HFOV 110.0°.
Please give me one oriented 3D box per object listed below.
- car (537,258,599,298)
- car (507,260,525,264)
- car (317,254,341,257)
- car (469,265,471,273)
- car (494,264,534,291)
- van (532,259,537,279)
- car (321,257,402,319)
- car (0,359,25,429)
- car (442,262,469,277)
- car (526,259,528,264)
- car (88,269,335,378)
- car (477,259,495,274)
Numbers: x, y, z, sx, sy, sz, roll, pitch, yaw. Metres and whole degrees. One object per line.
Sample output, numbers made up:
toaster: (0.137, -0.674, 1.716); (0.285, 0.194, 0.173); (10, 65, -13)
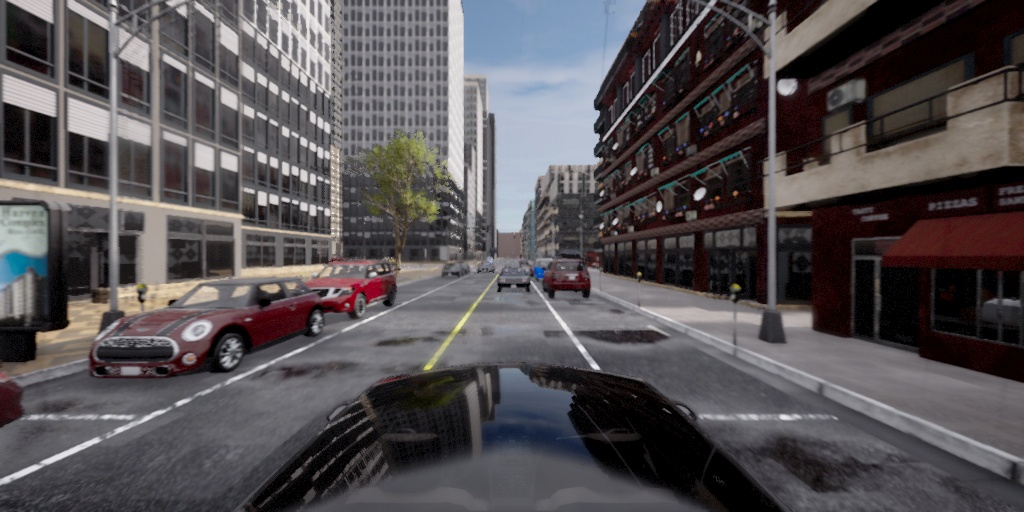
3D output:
car: (2.689, 1.072, 18.443); (2.192, 1.841, 5.009); (0, 0, 0)
car: (0.095, 1.369, 36.436); (1.895, 1.301, 4.718); (0, 0, 0)
car: (-27.390, 0.620, 54.908); (5.009, 1.841, 2.192); (0, 0, -1)
car: (-5.693, 1.336, 40.341); (1.948, 1.339, 4.313); (0, 0, 0)
car: (0.097, 1.360, 21.636); (1.895, 1.301, 4.718); (0, 0, 0)
van: (2.689, 1.105, 29.545); (1.690, 1.789, 3.998); (0, 0, 0)
car: (-5.690, 1.069, 12.891); (2.192, 1.841, 5.009); (0, 0, 0)
car: (-5.690, 1.332, 1.789); (1.802, 1.307, 4.207); (0, 0, 0)
car: (-5.692, 1.332, 35.094); (1.948, 1.339, 4.313); (0, 0, 0)
car: (2.688, 1.207, 35.096); (1.967, 1.591, 4.097); (0, 0, 0)
car: (-5.691, 1.191, 7.340); (1.967, 1.591, 4.097); (0, 0, 0)
car: (-3.003, 1.373, 42.131); (1.994, 1.385, 4.181); (0, 0, 0)
